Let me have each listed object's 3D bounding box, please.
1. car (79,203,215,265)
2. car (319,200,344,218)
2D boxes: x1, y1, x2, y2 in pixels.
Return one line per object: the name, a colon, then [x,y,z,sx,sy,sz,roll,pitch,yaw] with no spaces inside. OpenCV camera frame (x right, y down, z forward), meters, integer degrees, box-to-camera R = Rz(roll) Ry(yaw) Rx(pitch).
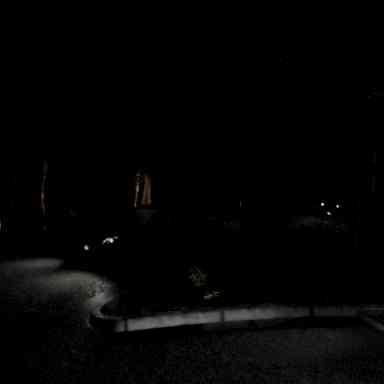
car: [-1.123,1.113,10.400,4.674,1.442,1.812,-3,4,-44]
car: [8.964,0.650,16.741,4.718,1.301,1.895,-3,2,-7]
